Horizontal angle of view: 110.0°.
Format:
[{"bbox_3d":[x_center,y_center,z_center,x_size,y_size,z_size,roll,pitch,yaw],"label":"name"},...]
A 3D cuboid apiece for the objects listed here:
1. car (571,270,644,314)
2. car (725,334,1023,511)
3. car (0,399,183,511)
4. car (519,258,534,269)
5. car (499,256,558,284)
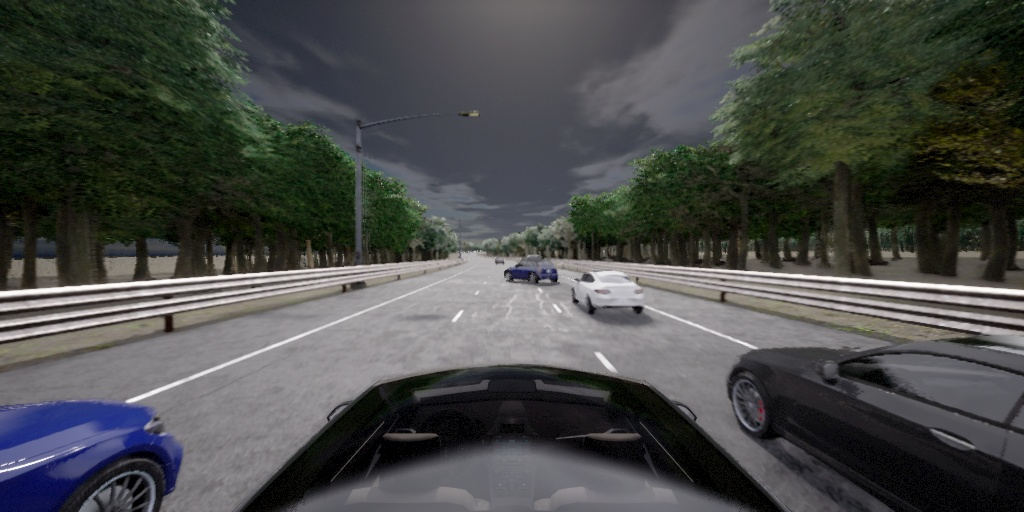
[{"bbox_3d":[3.454,1.250,13.507,1.812,1.442,4.674,0,0,-1],"label":"car"},{"bbox_3d":[3.506,1.269,2.427,1.812,1.442,4.674,0,0,0],"label":"car"},{"bbox_3d":[-3.399,1.282,0.710,1.812,1.442,4.674,0,0,0],"label":"car"},{"bbox_3d":[2.240,1.123,57.808,2.033,1.649,4.856,0,0,-3],"label":"car"},{"bbox_3d":[1.346,1.064,26.971,2.097,1.767,4.553,0,0,-35],"label":"car"}]
